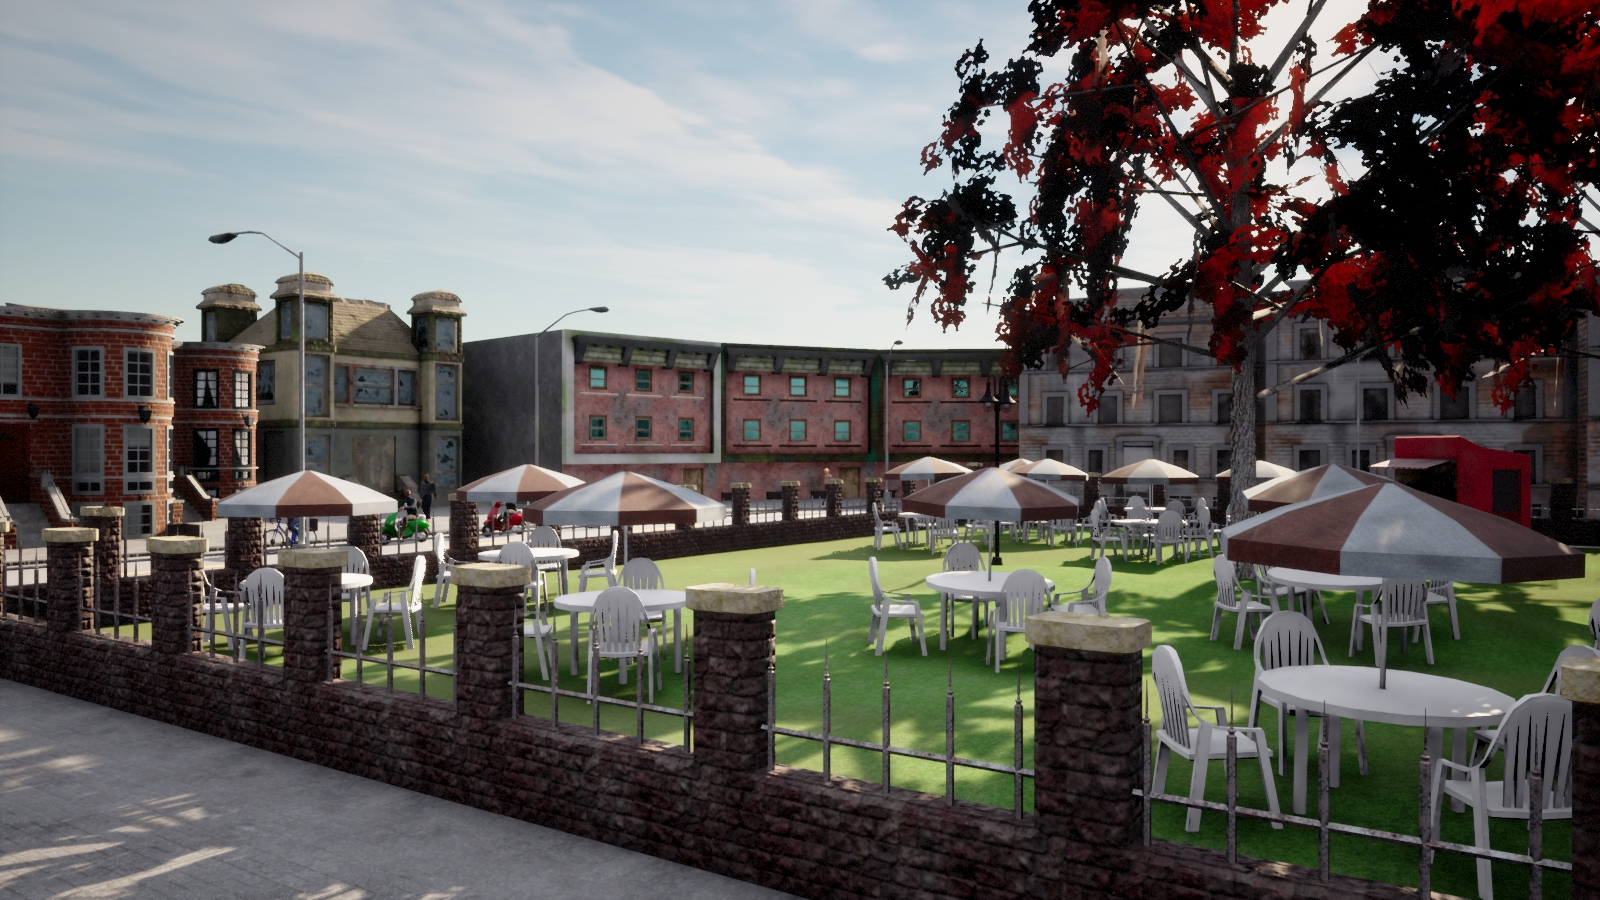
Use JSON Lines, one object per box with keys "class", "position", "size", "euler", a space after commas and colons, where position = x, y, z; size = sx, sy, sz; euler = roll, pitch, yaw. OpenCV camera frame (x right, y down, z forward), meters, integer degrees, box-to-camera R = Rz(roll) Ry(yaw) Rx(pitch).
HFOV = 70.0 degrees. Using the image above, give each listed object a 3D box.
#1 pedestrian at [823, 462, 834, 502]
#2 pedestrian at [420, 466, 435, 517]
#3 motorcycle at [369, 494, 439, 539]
{"class": "pedestrian", "position": [1.351, 1.513, 54.284], "size": [0.375, 1.860, 0.375], "euler": [0, 0, -37]}
{"class": "pedestrian", "position": [-13.704, 1.514, 42.029], "size": [0.375, 1.860, 0.375], "euler": [0, 0, 10]}
{"class": "motorcycle", "position": [-11.759, 1.950, 33.969], "size": [0.856, 1.236, 1.805], "euler": [0, 0, 35]}
